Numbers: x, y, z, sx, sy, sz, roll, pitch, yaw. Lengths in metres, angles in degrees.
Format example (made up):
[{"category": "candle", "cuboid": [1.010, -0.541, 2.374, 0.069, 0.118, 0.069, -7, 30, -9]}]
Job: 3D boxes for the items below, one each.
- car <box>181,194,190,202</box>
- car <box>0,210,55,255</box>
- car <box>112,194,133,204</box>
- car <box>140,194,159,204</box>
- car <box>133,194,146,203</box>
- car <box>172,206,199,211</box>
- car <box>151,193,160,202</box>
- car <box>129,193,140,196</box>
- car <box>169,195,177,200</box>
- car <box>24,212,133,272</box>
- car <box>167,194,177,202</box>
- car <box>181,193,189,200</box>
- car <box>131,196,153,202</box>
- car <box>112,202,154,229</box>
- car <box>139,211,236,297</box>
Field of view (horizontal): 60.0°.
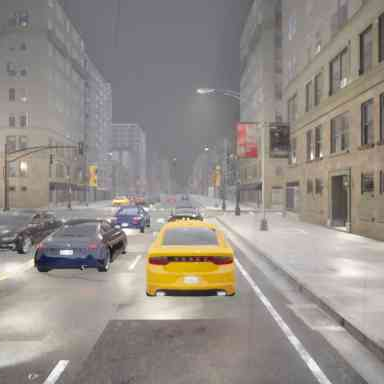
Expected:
[{"category": "car", "cuboid": [-1.669, 1.381, 80.687, 2.097, 1.767, 4.553, 0, 0, -1]}, {"category": "car", "cuboid": [-6.864, 1.510, 13.405, 1.837, 1.490, 4.892, 0, -1, -1]}, {"category": "car", "cuboid": [-10.894, 1.500, 51.191, 1.882, 1.535, 5.008, 0, 0, -1]}, {"category": "car", "cuboid": [-7.810, 1.574, 60.796, 2.033, 1.411, 5.357, 0, 0, -1]}, {"category": "car", "cuboid": [-11.220, 1.384, 71.115, 2.097, 1.767, 4.553, 0, 0, -1]}, {"category": "car", "cuboid": [-0.353, 1.510, 18.126, 1.837, 1.490, 4.892, 0, 0, -1]}, {"category": "car", "cuboid": [-7.972, 1.254, 71.270, 2.150, 2.045, 5.566, 0, 0, -1]}, {"category": "car", "cuboid": [-11.068, 1.248, 61.126, 2.150, 2.045, 5.566, 0, 0, -1]}, {"category": "car", "cuboid": [-5.130, 1.438, 90.650, 2.033, 1.411, 5.357, 0, 0, -1]}, {"category": "car", "cuboid": [-3.355, 1.566, 10.783, 1.994, 1.385, 4.181, 0, 0, -1]}, {"category": "car", "cuboid": [-4.918, 1.381, 80.618, 2.097, 1.767, 4.553, 0, 0, -1]}, {"category": "car", "cuboid": [-1.880, 1.254, 90.688, 2.097, 1.767, 4.553, 0, 0, -1]}, {"category": "car", "cuboid": [-7.641, 1.624, 51.153, 1.895, 1.301, 4.718, 0, 0, -1]}, {"category": "car", "cuboid": [-3.533, 1.532, 19.525, 1.812, 1.442, 4.674, 0, 0, -1]}, {"category": "car", "cuboid": [-0.053, 1.480, 8.645, 1.882, 1.535, 5.008, 0, 0, -1]}]
